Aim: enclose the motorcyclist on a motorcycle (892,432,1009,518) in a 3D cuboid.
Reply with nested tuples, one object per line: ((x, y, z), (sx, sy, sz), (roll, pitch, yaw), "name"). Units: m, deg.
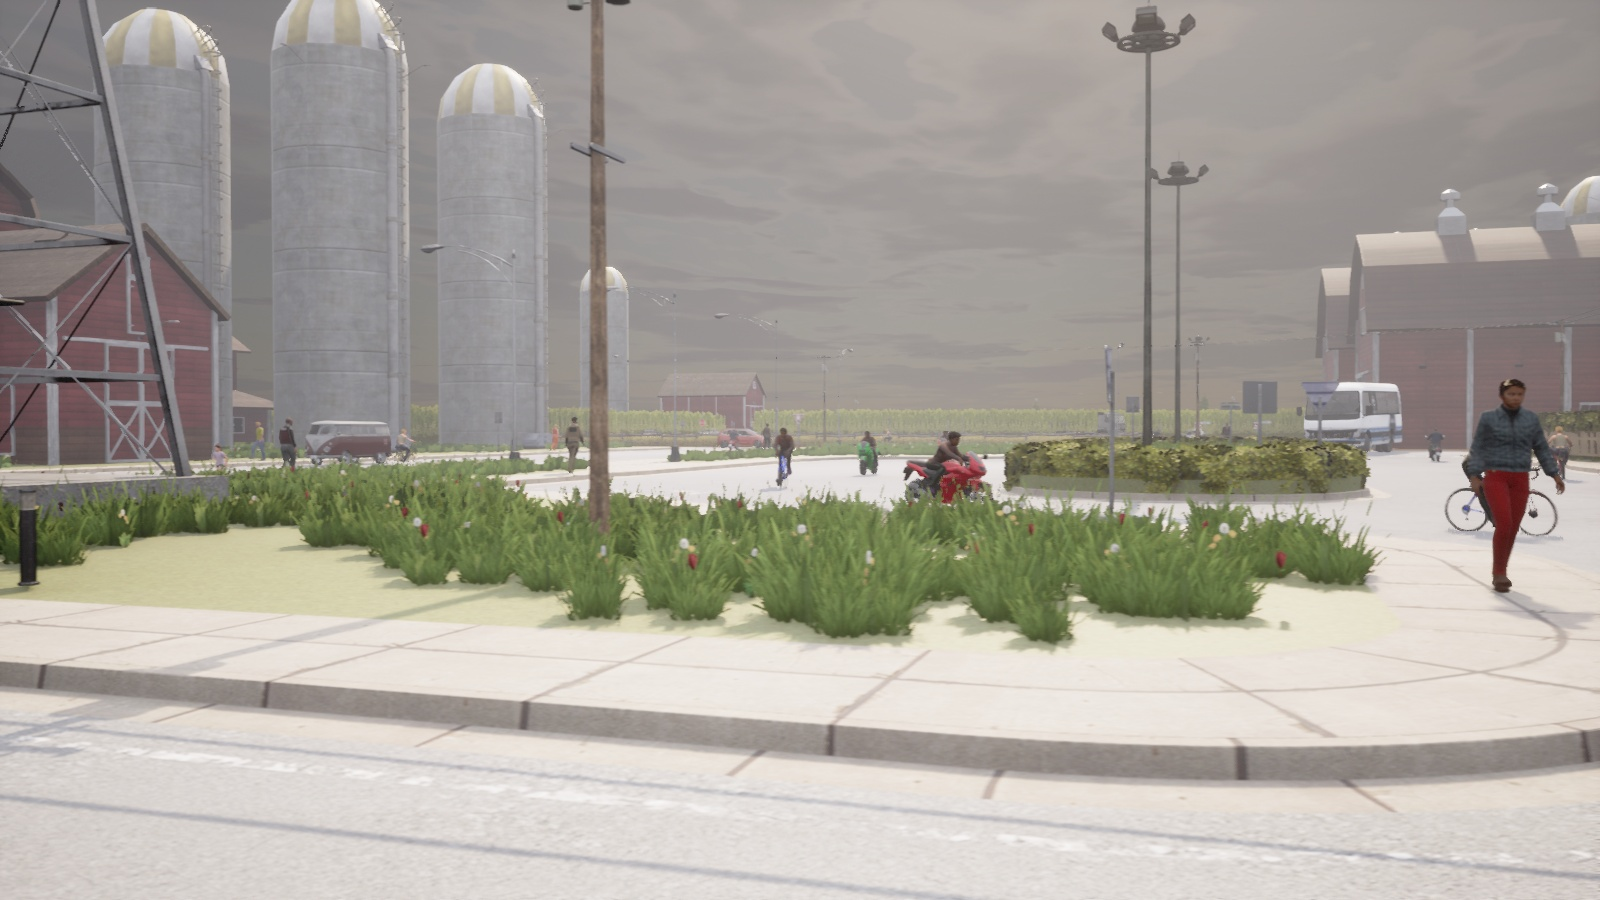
((2.777, 0.436, 23.346), (2.044, 1.523, 0.797), (1, 0, 42), "motorcyclist on a motorcycle")

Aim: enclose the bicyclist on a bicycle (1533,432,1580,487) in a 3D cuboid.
((22.551, 0.263, 37.451), (0.866, 1.612, 1.509), (1, 1, 19), "bicyclist on a bicycle")

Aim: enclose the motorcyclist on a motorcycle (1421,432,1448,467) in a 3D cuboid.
((29.459, -0.028, 58.309), (0.866, 1.590, 1.817), (1, 1, 18), "motorcyclist on a motorcycle")

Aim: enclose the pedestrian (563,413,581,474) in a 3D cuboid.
((-7.268, -0.221, 40.019), (0.396, 1.930, 0.692), (0, 1, 6), "pedestrian")

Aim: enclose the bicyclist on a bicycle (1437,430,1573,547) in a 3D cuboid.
((10.339, 0.528, 18.480), (0.582, 1.620, 1.656), (-3, 3, -34), "bicyclist on a bicycle")

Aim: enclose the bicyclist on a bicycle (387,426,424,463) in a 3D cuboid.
((-17.241, -0.240, 54.903), (0.866, 1.612, 1.509), (1, 1, 18), "bicyclist on a bicycle")

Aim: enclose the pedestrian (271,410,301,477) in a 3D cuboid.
((-14.351, -0.177, 35.047), (0.376, 1.854, 0.720), (1, 1, 21), "pedestrian")

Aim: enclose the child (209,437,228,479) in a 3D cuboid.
((-15.538, 0.221, 33.571), (0.255, 1.110, 0.394), (1, 1, 18), "child")

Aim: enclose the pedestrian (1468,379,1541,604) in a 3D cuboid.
((5.947, 0.337, 10.624), (0.353, 1.847, 0.614), (1, 1, 13), "pedestrian")

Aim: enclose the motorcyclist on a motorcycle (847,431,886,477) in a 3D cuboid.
((2.252, 0.120, 42.252), (0.797, 1.523, 2.044), (1, 1, 18), "motorcyclist on a motorcycle")

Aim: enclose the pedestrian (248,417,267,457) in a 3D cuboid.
((-24.859, -0.606, 57.551), (0.354, 1.836, 0.706), (1, 1, 36), "pedestrian")

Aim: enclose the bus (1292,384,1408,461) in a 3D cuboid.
((32.952, -1.657, 74.944), (3.944, 4.253, 10.273), (0, 2, 37), "bus")

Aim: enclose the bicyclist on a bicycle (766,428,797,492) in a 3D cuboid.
((-0.473, 0.233, 32.794), (0.582, 1.620, 1.656), (2, 1, 7), "bicyclist on a bicycle")

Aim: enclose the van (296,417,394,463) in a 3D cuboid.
((-20.398, -0.468, 56.502), (1.775, 1.987, 4.442), (1, 1, 18), "van")
